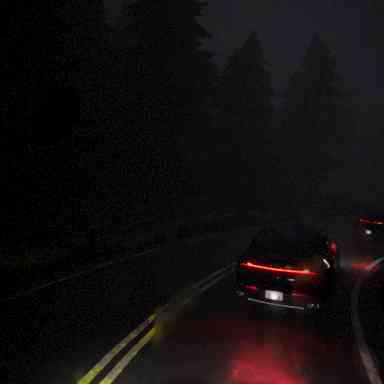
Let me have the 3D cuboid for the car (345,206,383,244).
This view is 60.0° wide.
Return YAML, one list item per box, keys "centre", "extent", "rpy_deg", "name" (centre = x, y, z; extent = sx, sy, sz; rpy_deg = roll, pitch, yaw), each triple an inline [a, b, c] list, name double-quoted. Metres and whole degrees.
- centre: [9.477, 1.409, 15.353]
  extent: [4.892, 1.490, 1.837]
  rpy_deg: [-1, 5, -33]
  name: "car"

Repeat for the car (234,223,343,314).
- centre: [2.426, 1.503, 7.857]
  extent: [1.837, 1.490, 4.892]
  rpy_deg: [2, 1, 25]
  name: "car"
